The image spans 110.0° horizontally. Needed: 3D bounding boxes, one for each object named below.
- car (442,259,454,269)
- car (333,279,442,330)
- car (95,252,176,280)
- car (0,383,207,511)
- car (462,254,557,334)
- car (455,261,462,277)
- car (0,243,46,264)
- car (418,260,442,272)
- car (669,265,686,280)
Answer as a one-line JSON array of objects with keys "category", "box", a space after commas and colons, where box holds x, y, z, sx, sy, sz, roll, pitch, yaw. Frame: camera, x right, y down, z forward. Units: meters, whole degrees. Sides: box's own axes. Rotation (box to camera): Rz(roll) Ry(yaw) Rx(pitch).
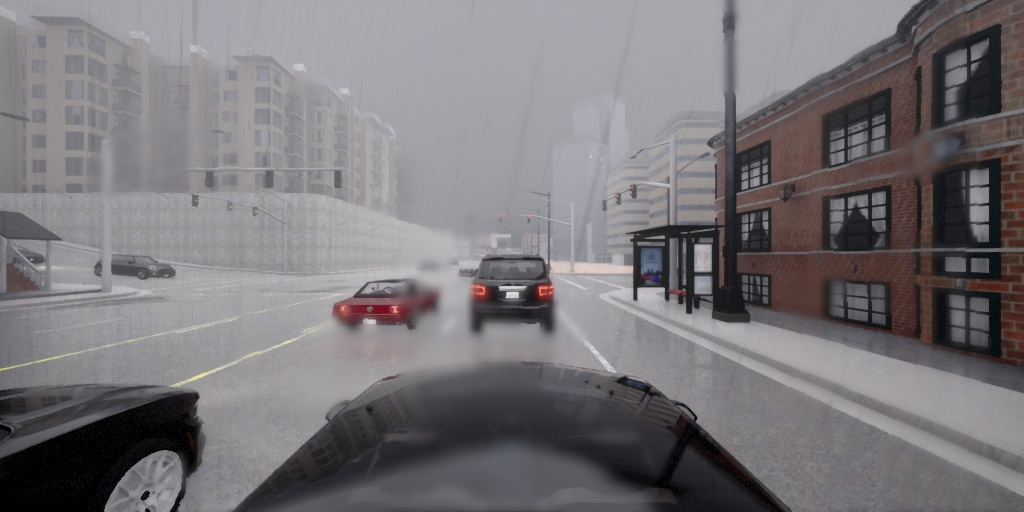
[{"category": "car", "box": [-10.893, 1.276, 56.939, 1.812, 1.442, 4.674, 0, 0, -1]}, {"category": "car", "box": [-3.474, 1.351, 11.066, 1.895, 1.301, 4.718, 0, 0, 0]}, {"category": "car", "box": [-28.081, 0.719, 26.904, 4.553, 1.767, 2.097, 5, 0, 0]}, {"category": "car", "box": [-3.405, 1.228, 0.841, 1.882, 1.535, 5.008, 0, 0, 0]}, {"category": "car", "box": [0.024, 0.971, 10.750, 2.150, 2.045, 5.566, 0, 0, 0]}, {"category": "car", "box": [-2.195, 1.351, 30.834, 4.718, 1.301, 1.895, 0, 0, -1]}, {"category": "car", "box": [-37.864, -0.224, 26.811, 4.181, 1.385, 1.994, 9, 0, -1]}, {"category": "car", "box": [-10.848, 1.314, 46.960, 1.994, 1.385, 4.181, 0, 0, 0]}, {"category": "car", "box": [15.993, 1.227, 30.998, 5.008, 1.535, 1.882, 0, 0, -1]}]
